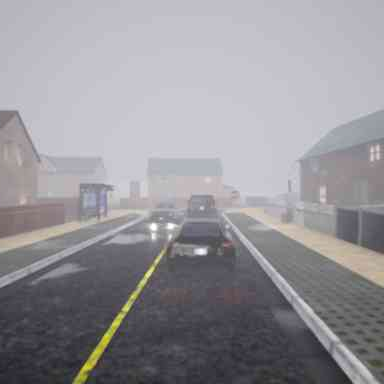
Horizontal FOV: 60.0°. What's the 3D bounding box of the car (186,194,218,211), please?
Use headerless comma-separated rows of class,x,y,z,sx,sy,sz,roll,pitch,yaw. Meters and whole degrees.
car,0.750,1.151,24.566,2.150,2.045,5.566,0,0,2

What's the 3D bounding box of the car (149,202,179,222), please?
car,-2.047,1.472,25.968,2.033,1.411,5.357,0,0,2

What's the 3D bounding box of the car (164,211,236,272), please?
car,0.313,1.525,10.686,1.994,1.385,4.181,0,0,2
